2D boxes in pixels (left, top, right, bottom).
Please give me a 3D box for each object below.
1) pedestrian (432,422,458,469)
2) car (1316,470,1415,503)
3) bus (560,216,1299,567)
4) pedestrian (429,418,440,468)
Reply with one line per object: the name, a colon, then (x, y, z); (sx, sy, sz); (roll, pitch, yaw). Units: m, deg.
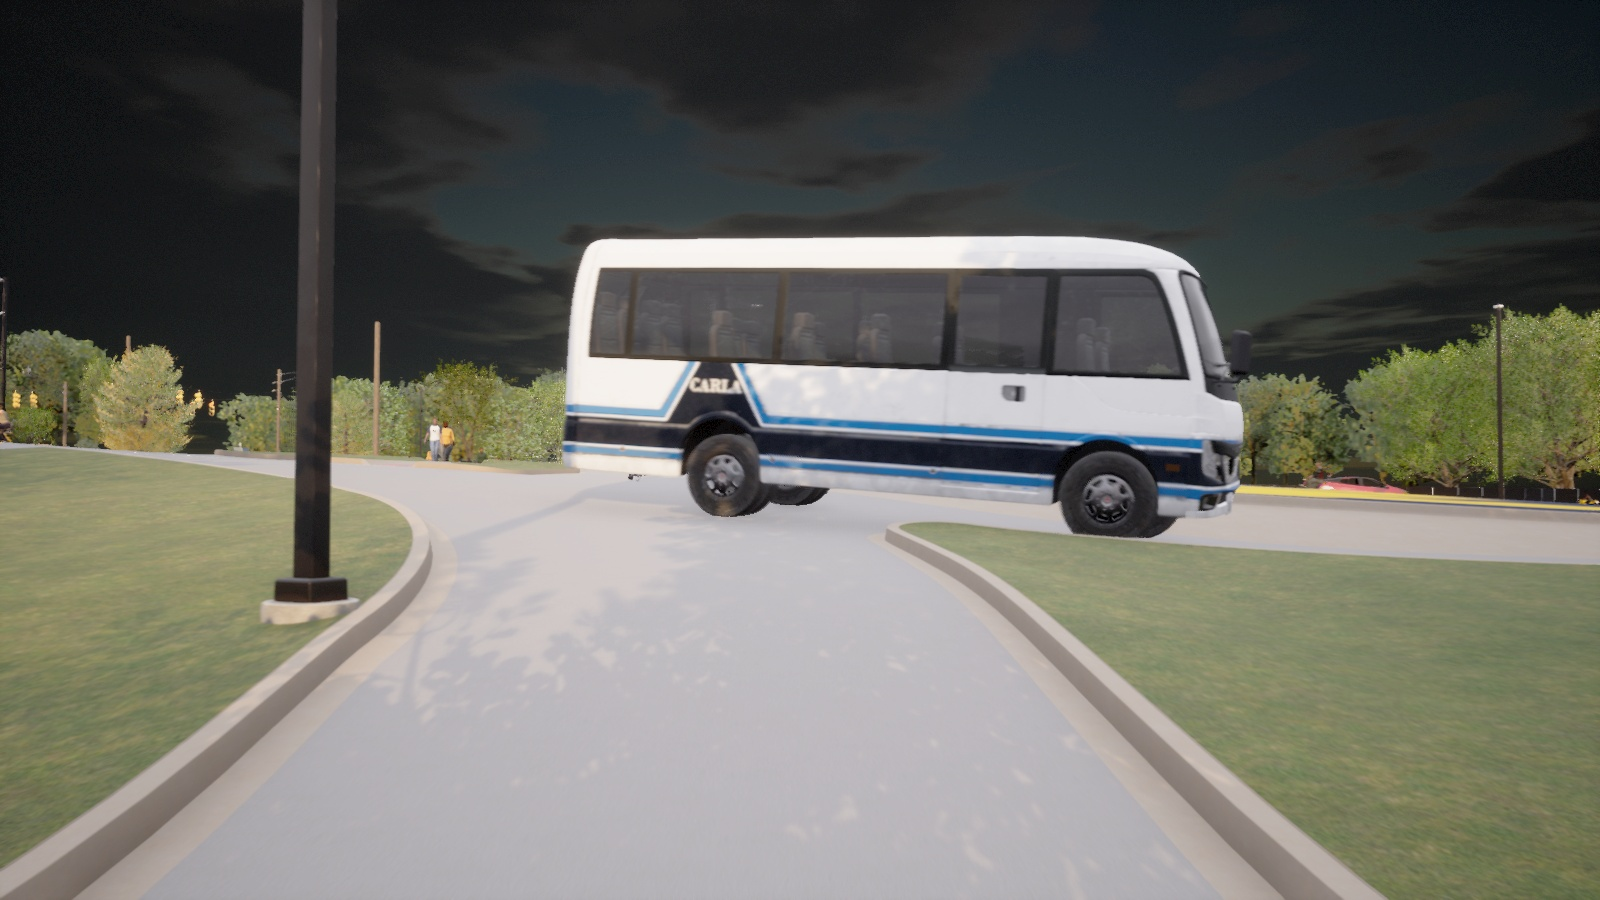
pedestrian: (-14.198, -0.162, 50.206); (0.874, 1.855, 0.900); (0, -2, -8)
car: (29.858, 1.917, 66.470); (4.514, 1.525, 2.007); (2, 0, 17)
bus: (1.868, -1.012, 19.092); (10.273, 4.253, 3.944); (3, 2, 24)
pedestrian: (-13.489, -0.251, 46.388); (0.354, 1.836, 0.706); (0, -2, -15)
